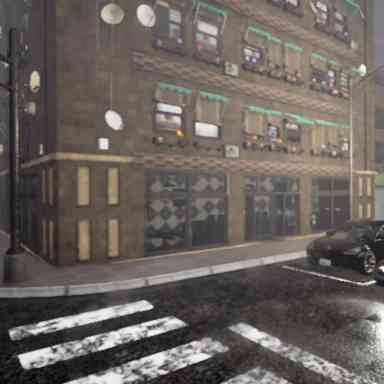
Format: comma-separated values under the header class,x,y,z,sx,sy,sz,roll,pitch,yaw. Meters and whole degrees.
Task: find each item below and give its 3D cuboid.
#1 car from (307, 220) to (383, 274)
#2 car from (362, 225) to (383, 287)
class,x,y,z,sx,sy,sz,roll,pitch,yaw
car,5.454,1.572,10.453,4.313,1.339,1.947,0,0,-35
car,6.560,1.553,8.054,5.357,1.411,2.033,0,0,-36
